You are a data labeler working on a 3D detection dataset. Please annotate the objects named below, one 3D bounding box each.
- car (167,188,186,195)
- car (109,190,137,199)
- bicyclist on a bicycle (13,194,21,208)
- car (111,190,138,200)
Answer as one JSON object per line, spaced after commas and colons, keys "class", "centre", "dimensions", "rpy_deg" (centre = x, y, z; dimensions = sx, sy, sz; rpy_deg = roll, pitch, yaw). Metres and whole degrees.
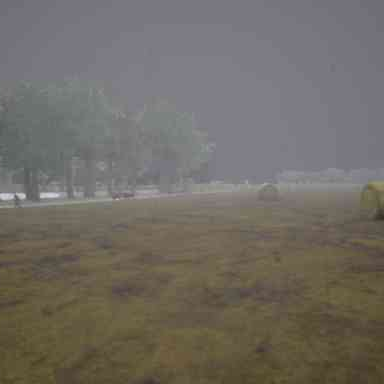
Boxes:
{"class": "car", "centre": [-3.082, -0.123, 68.192], "dimensions": [1.837, 1.490, 4.892], "rpy_deg": [-1, 1, 35]}
{"class": "car", "centre": [-12.394, 0.427, 59.882], "dimensions": [1.837, 1.490, 4.892], "rpy_deg": [-1, 2, 36]}
{"class": "bicyclist on a bicycle", "centre": [-20.280, 1.045, 38.466], "dimensions": [1.656, 1.620, 0.582], "rpy_deg": [-1, 1, 35]}
{"class": "car", "centre": [-11.407, 0.427, 56.421], "dimensions": [1.882, 1.535, 5.008], "rpy_deg": [-1, 2, 35]}
